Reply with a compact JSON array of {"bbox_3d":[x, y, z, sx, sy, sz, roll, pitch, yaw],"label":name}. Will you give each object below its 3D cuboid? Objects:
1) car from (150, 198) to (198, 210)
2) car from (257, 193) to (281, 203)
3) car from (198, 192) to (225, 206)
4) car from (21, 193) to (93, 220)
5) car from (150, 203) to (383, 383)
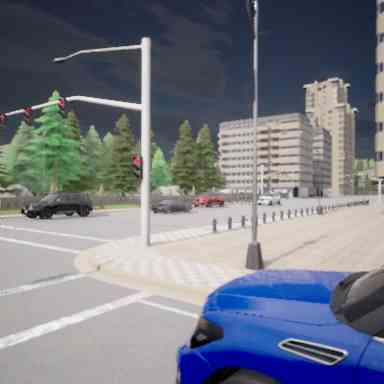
[{"bbox_3d":[-2.018,1.419,32.631,2.033,1.411,5.357,0,0,36],"label":"car"},{"bbox_3d":[12.116,1.099,52.256,2.150,2.045,5.566,0,0,36],"label":"car"},{"bbox_3d":[2.321,1.071,44.703,2.150,2.045,5.566,0,0,36],"label":"car"},{"bbox_3d":[-10.590,1.070,26.649,2.150,2.045,5.566,0,0,36],"label":"car"},{"bbox_3d":[2.498,1.227,2.181,5.566,2.045,2.150,0,0,36],"label":"car"}]
